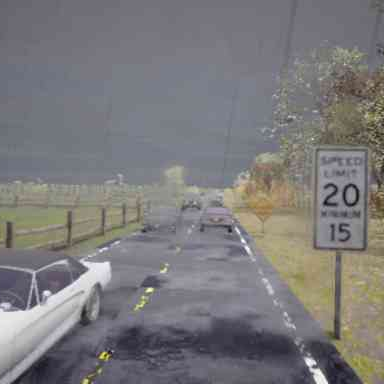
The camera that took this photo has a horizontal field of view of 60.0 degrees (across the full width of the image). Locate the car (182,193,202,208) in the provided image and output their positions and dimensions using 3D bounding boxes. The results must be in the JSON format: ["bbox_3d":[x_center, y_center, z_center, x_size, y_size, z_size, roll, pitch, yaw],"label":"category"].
[{"bbox_3d":[0.066,1.162,40.244,2.150,2.045,5.566,1,0,4],"label":"car"}]

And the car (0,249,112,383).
[{"bbox_3d":[-2.641,1.543,4.301,1.895,1.301,4.718,1,0,4],"label":"car"}]

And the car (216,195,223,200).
[{"bbox_3d":[7.505,1.475,91.583,1.812,1.442,4.674,1,0,4],"label":"car"}]

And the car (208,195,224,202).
[{"bbox_3d":[3.238,1.517,44.814,1.837,1.490,4.892,1,0,4],"label":"car"}]

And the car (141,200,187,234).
[{"bbox_3d":[-1.579,1.459,18.983,1.837,1.490,4.892,1,0,4],"label":"car"}]

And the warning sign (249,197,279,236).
[{"bbox_3d":[3.569,1.179,16.678,1.300,1.860,1.060,1,0,4],"label":"warning sign"}]

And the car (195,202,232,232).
[{"bbox_3d":[1.474,1.564,20.437,2.033,1.411,5.357,1,0,4],"label":"car"}]
